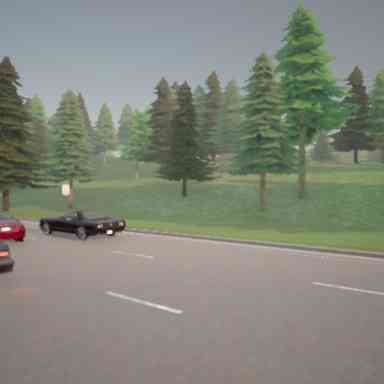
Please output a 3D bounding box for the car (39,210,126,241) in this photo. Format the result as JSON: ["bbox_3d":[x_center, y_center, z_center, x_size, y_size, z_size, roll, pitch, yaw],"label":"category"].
[{"bbox_3d":[-5.576,1.549,16.561,4.718,1.301,1.895,0,0,36],"label":"car"}]

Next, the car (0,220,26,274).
[{"bbox_3d":[-6.820,1.509,8.839,5.357,1.411,2.033,0,0,36],"label":"car"}]

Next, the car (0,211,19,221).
[{"bbox_3d":[-9.326,1.504,14.939,4.181,1.385,1.994,0,0,36],"label":"car"}]
